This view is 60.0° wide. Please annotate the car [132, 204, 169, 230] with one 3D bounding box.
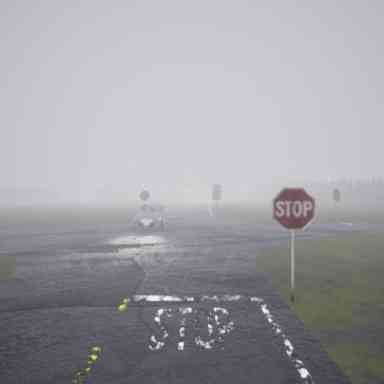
[{"bbox_3d":[-2.517,1.519,21.156,2.128,1.511,4.902,-1,0,1],"label":"car"}]
